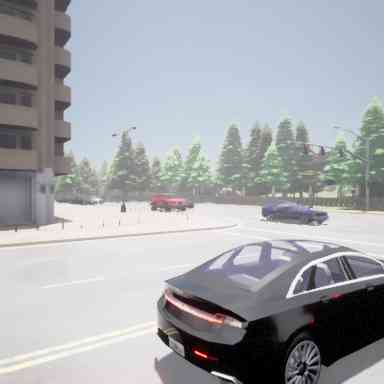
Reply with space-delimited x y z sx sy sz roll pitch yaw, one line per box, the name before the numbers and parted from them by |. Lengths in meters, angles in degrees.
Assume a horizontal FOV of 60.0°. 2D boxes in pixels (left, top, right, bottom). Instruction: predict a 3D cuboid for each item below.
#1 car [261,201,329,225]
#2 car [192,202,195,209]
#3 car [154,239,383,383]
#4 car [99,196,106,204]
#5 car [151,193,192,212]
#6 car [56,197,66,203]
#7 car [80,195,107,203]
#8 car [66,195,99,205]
car | 7.256 1.549 23.750 1.895 1.301 4.718 -1 1 -35
car | -1.614 1.418 42.620 1.882 1.535 5.008 0 0 -36
car | 1.810 1.491 5.077 4.902 1.511 2.128 0 0 -35
car | -17.436 1.467 58.893 4.674 1.442 1.812 0 0 30
car | -2.740 1.162 38.191 2.150 2.045 5.566 0 0 -35
car | -24.057 1.489 65.558 5.357 1.411 2.033 0 0 15
car | -20.007 1.443 67.747 4.902 1.511 2.128 0 0 18
car | -18.228 1.449 55.263 4.892 1.490 1.837 -1 -1 32
